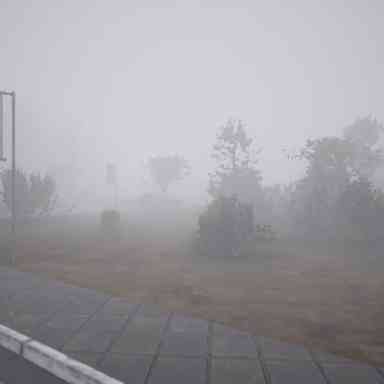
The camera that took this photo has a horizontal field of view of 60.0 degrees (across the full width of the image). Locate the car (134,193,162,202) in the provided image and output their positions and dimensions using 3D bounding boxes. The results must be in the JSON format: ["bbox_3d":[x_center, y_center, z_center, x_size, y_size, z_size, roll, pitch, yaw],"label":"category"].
[{"bbox_3d":[-5.527,1.105,49.897,2.150,2.045,5.566,0,1,39],"label":"car"}]

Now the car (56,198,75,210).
[{"bbox_3d":[-17.021,1.482,41.513,2.128,1.511,4.902,0,0,39],"label":"car"}]

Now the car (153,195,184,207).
[{"bbox_3d":[-3.038,1.451,47.408,1.994,1.385,4.181,0,1,39],"label":"car"}]

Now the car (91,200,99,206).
[{"bbox_3d":[-13.227,1.521,51.800,1.895,1.301,4.718,0,1,39],"label":"car"}]

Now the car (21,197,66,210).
[{"bbox_3d":[-19.552,1.481,43.952,2.128,1.511,4.902,0,0,39],"label":"car"}]

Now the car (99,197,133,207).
[{"bbox_3d":[-10.559,1.469,49.534,2.033,1.411,5.357,0,1,39],"label":"car"}]

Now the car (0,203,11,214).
[{"bbox_3d":[-19.552,1.525,32.465,1.812,1.442,4.674,0,0,39],"label":"car"}]
